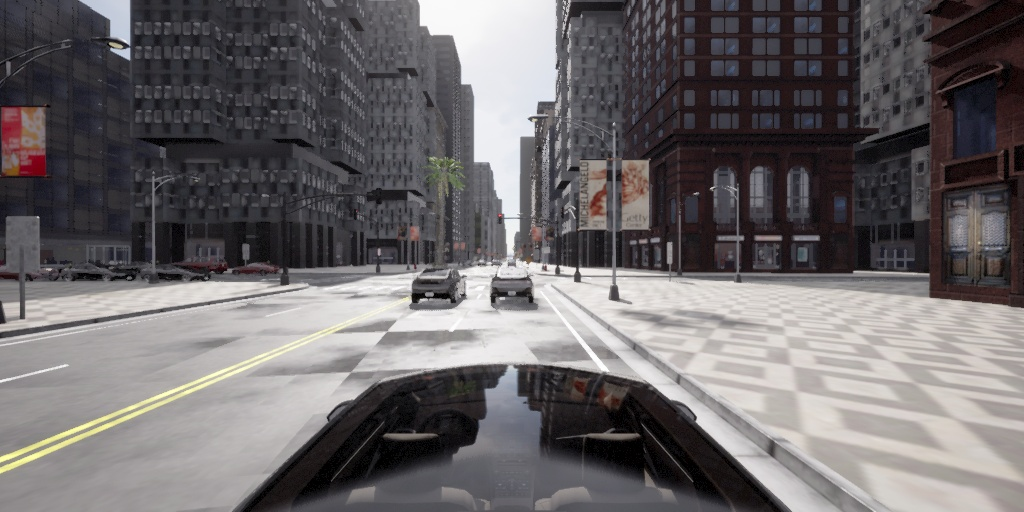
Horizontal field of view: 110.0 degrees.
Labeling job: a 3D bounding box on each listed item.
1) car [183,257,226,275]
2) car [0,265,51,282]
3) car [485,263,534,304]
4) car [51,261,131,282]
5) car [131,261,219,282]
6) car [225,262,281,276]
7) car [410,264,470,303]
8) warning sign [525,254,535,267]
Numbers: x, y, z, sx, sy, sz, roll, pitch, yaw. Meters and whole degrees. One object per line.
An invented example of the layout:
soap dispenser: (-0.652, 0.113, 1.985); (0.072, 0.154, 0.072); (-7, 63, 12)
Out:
car: (-30.706, 0.970, 35.101); (5.009, 1.841, 2.192); (0, 0, -1)
car: (-36.215, 1.256, 26.489); (4.207, 1.307, 1.802); (0, 0, -1)
car: (0.000, 1.252, 16.501); (2.128, 1.511, 4.902); (0, 0, 0)
car: (-30.577, 1.257, 26.577); (4.313, 1.339, 1.948); (0, 0, -1)
car: (-24.938, 1.277, 26.664); (4.313, 1.339, 1.948); (0, 0, -1)
car: (-25.068, 1.257, 35.188); (4.207, 1.307, 1.802); (0, 0, -1)
car: (-3.250, 1.273, 16.502); (1.837, 1.490, 4.892); (0, 0, 0)
warning sign: (2.850, 0.994, 61.274); (1.300, 1.860, 1.060); (0, 0, 0)
